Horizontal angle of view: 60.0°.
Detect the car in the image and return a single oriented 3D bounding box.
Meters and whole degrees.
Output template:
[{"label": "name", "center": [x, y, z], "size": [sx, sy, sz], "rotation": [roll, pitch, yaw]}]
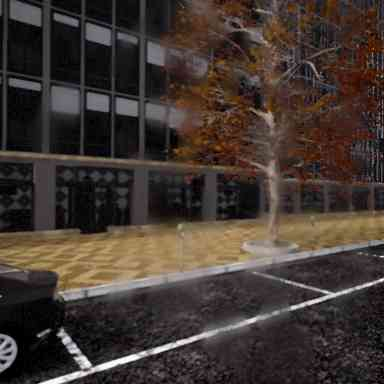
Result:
[{"label": "car", "center": [-3.804, 1.546, 3.844], "size": [4.403, 1.369, 2.008], "rotation": [0, 0, -35]}]
